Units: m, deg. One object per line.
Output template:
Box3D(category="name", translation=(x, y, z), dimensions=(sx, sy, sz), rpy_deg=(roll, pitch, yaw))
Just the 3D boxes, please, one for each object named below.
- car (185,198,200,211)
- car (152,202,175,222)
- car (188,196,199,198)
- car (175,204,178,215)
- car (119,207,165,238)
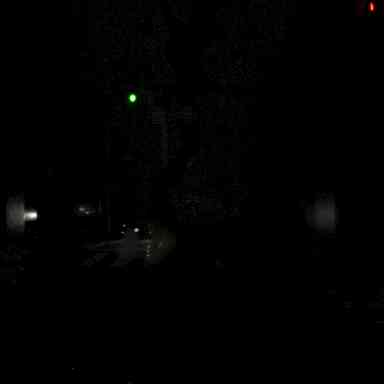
Box3D(category="car", translation=(0.093, 2.030, 49.307), dimensions=(1.837, 1.490, 4.892), rpy_deg=(0, -1, 0))
Box3D(category="car", translation=(-2.788, 1.811, 29.170), dimensions=(1.837, 1.490, 4.892), rpy_deg=(0, -1, 0))
Box3D(category="car", translation=(0.114, 1.869, 59.760), dimensions=(2.150, 2.045, 5.566), rpy_deg=(0, -1, 0))
Box3D(category="car", translation=(-2.736, 1.894, 39.284), dimensions=(1.882, 1.535, 5.008), rpy_deg=(0, 0, -1))
Box3D(category="car", translation=(-2.820, 1.760, 18.879), dimensions=(1.994, 1.385, 4.181), rpy_deg=(0, -1, 0))
